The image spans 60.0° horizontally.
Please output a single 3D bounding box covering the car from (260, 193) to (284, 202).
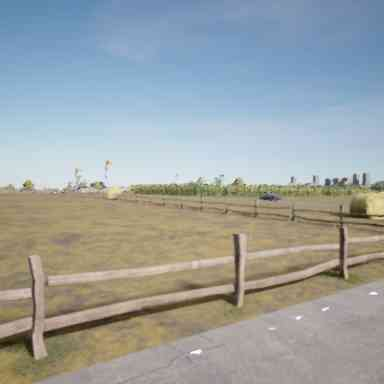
[{"bbox_3d":[14.948,1.038,62.362,1.837,1.490,4.892,2,0,-34],"label":"car"}]
